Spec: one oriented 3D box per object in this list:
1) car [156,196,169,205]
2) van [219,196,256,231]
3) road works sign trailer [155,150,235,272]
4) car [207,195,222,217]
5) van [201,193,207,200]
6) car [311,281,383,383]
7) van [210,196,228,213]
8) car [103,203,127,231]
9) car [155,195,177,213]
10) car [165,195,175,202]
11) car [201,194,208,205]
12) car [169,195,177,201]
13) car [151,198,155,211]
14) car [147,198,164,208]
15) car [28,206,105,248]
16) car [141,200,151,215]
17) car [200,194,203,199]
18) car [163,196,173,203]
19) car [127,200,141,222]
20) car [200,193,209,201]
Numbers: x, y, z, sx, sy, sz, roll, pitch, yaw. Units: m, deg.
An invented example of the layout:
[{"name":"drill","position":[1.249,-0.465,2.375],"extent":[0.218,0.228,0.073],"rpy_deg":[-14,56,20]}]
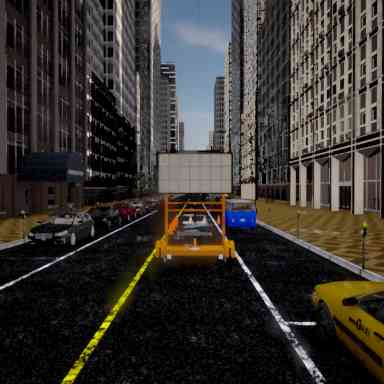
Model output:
[{"name":"car","position":[-5.253,1.536,60.190],"extent":[2.008,1.369,4.403],"rpy_deg":[-1,0,0]},{"name":"van","position":[2.831,1.336,20.344],"extent":[1.690,1.788,3.998],"rpy_deg":[-1,0,0]},{"name":"road works sign trailer","position":[0.097,0.462,10.744],"extent":[2.380,3.560,2.880],"rpy_deg":[0,0,1]},{"name":"car","position":[2.915,1.308,31.711],"extent":[2.192,1.841,5.009],"rpy_deg":[-1,0,0]},{"name":"van","position":[3.378,1.315,94.230],"extent":[1.690,1.788,3.998],"rpy_deg":[-1,0,0]},{"name":"car","position":[2.708,1.524,3.464],"extent":[1.752,1.417,4.829],"rpy_deg":[-1,0,0]},{"name":"van","position":[2.957,1.332,37.395],"extent":[1.690,1.788,3.998],"rpy_deg":[-1,0,0]},{"name":"car","position":[-5.547,1.561,20.406],"extent":[1.947,1.339,4.313],"rpy_deg":[-1,0,0]},{"name":"car","position":[-2.721,1.469,37.614],"extent":[1.882,1.535,5.008],"rpy_deg":[0,0,0]},{"name":"car","position":[-5.128,1.420,77.241],"extent":[1.967,1.590,4.097],"rpy_deg":[-1,0,0]},{"name":"car","position":[3.127,1.536,60.128],"extent":[2.008,1.369,4.403],"rpy_deg":[-1,0,0]},{"name":"car","position":[-5.044,1.502,88.438],"extent":[1.752,1.417,4.829],"rpy_deg":[-1,0,0]},{"name":"car","position":[-5.421,1.573,37.457],"extent":[1.802,1.307,4.206],"rpy_deg":[-1,0,0]},{"name":"car","position":[-5.337,1.539,48.824],"extent":[2.008,1.369,4.403],"rpy_deg":[-1,0,0]},{"name":"car","position":[-5.589,1.547,14.723],"extent":[2.008,1.369,4.403],"rpy_deg":[-1,0,0]},{"name":"car","position":[-5.464,1.543,31.773],"extent":[2.008,1.369,4.403],"rpy_deg":[-1,0,0]},{"name":"car","position":[3.293,1.293,82.863],"extent":[2.192,1.841,5.009],"rpy_deg":[-1,0,0]},{"name":"car","position":[-5.169,1.564,71.557],"extent":[1.802,1.307,4.206],"rpy_deg":[-1,0,0]},{"name":"car","position":[-5.505,1.539,26.090],"extent":[1.887,1.381,4.507],"rpy_deg":[-1,0,0]},{"name":"car","position":[3.335,1.291,88.547],"extent":[2.192,1.841,5.009],"rpy_deg":[-1,0,0]}]
